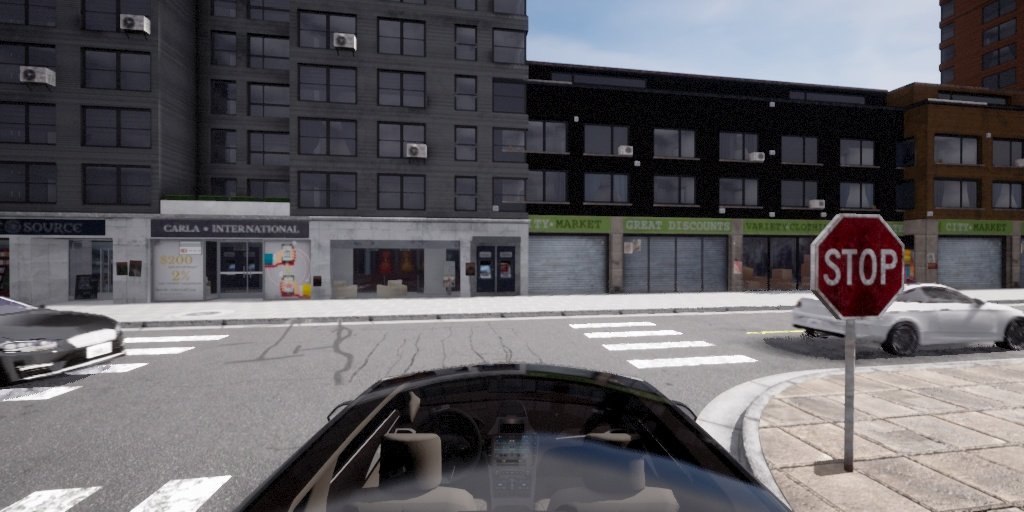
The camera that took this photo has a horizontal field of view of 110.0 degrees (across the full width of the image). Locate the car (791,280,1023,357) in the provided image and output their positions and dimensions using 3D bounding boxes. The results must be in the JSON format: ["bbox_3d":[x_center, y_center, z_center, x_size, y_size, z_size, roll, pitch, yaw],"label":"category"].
[{"bbox_3d":[8.783,1.252,8.055,4.674,1.442,1.812,0,0,-8],"label":"car"}]

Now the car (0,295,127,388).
[{"bbox_3d":[-9.059,1.252,5.401,4.902,1.511,2.128,0,0,-8],"label":"car"}]
